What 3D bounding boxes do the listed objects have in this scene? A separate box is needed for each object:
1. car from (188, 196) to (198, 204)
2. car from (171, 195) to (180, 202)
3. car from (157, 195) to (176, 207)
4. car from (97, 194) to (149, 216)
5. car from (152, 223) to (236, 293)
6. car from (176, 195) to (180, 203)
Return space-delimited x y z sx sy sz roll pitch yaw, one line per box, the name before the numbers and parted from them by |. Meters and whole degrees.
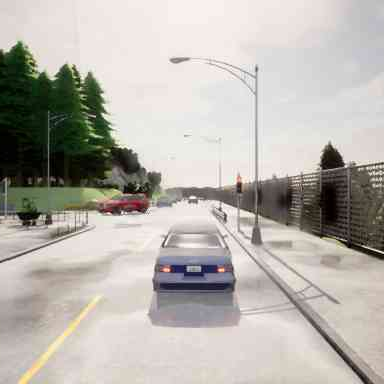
car | 0.205 1.547 66.008 2.033 1.411 5.357 0 0 0
car | -3.949 1.497 79.162 1.812 1.442 4.674 0 0 -9
car | -4.017 1.352 49.882 2.097 1.767 4.553 0 0 0
car | -6.816 1.223 33.611 2.150 2.045 5.566 2 1 40
car | 0.061 1.547 9.001 2.033 1.411 5.357 0 0 1
car | -3.945 1.504 64.276 1.837 1.490 4.892 0 0 1
